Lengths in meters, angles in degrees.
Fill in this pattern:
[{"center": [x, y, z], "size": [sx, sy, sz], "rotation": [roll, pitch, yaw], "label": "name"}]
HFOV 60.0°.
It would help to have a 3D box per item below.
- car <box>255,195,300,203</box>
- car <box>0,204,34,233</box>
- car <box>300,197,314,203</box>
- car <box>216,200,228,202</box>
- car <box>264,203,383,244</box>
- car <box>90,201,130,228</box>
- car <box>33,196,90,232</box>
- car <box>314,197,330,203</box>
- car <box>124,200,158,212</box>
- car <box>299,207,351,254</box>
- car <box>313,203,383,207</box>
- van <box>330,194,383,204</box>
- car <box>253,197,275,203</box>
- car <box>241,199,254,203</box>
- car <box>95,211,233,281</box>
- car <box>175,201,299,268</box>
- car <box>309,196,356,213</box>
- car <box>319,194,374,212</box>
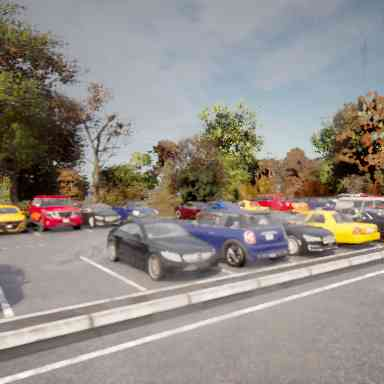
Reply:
[{"center": [7.096, 1.262, 32.202], "size": [2.435, 2.045, 5.566], "rotation": [0, 0, -35], "label": "car"}, {"center": [-10.980, 1.519, 19.389], "size": [2.097, 1.535, 5.008], "rotation": [0, 0, -35], "label": "car"}, {"center": [9.506, 1.385, 33.833], "size": [2.185, 1.767, 4.553], "rotation": [0, 0, -35], "label": "car"}, {"center": [0.409, 1.547, 27.402], "size": [2.163, 1.488, 4.792], "rotation": [0, 0, -35], "label": "car"}, {"center": [5.575, 1.516, 15.298], "size": [1.946, 1.575, 5.366], "rotation": [0, 0, -35], "label": "car"}, {"center": [-6.432, 1.522, 22.607], "size": [2.231, 1.521, 4.892], "rotation": [0, 0, -35], "label": "car"}, {"center": [-8.685, 1.269, 20.972], "size": [2.435, 2.045, 5.566], "rotation": [0, 0, -35], "label": "car"}, {"center": [13.915, 1.382, 37.028], "size": [2.185, 1.767, 4.553], "rotation": [0, 0, -35], "label": "car"}, {"center": [-4.172, 1.394, 24.236], "size": [2.185, 1.767, 4.553], "rotation": [0, 0, -35], "label": "car"}, {"center": [3.406, 1.521, 13.545], "size": [2.231, 1.521, 4.892], "rotation": [0, 0, -35], "label": "car"}, {"center": [7.958, 1.519, 16.748], "size": [2.231, 1.521, 4.892], "rotation": [0, 0, -35], "label": "car"}, {"center": [10.294, 1.291, 18.266], "size": [1.878, 1.987, 4.442], "rotation": [0, 0, -35], "label": "van"}, {"center": [4.731, 1.512, 30.722], "size": [1.946, 1.575, 5.366], "rotation": [0, 0, -35], "label": "car"}, {"center": [2.664, 1.516, 29.039], "size": [2.097, 1.535, 5.008], "rotation": [0, 0, -35], "label": "car"}, {"center": [-1.137, 1.560, 10.327], "size": [2.002, 1.452, 4.674], "rotation": [0, 0, -35], "label": "car"}, {"center": [1.154, 1.395, 11.906], "size": [2.185, 1.767, 4.553], "rotation": [0, 0, -35], "label": "car"}, {"center": [16.189, 1.380, 38.636], "size": [2.185, 1.767, 4.553], "rotation": [0, 0, -35], "label": "car"}, {"center": [18.566, 1.252, 40.315], "size": [2.435, 2.045, 5.566], "rotation": [0, 0, -35], "label": "car"}]
